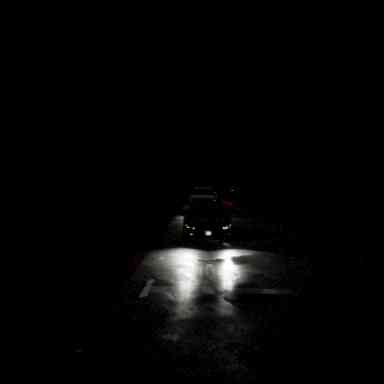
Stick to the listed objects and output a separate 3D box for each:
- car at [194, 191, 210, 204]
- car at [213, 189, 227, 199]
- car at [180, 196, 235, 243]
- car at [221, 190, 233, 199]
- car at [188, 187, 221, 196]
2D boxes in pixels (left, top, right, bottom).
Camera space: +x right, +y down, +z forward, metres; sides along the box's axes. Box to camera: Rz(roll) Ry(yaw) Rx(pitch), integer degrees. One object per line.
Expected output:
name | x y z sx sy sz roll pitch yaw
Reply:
car | 1.192 0.639 40.233 1.812 1.442 4.674 1 1 1
car | 4.665 0.315 56.072 2.128 1.511 4.902 1 1 1
car | 0.625 1.132 13.911 1.837 1.490 4.892 1 1 1
car | 4.462 0.526 45.666 2.128 1.511 4.902 1 1 1
car | 0.908 0.584 27.598 2.150 2.045 5.566 1 1 1
